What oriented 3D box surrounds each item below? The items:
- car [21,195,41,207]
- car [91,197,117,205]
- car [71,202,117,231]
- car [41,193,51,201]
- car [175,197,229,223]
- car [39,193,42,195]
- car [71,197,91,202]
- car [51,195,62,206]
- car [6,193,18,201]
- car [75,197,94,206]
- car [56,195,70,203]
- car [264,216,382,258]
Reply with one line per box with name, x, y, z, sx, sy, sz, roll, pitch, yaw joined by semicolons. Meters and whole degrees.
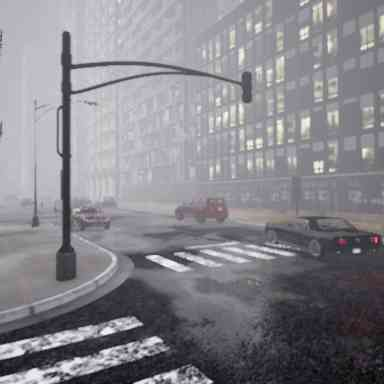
car;-23.716;1.410;48.332;1.887;1.381;4.507;1;0;-32
car;-11.176;1.323;43.120;1.967;1.590;4.097;1;0;-32
car;-6.247;1.503;20.083;1.802;1.307;4.206;1;0;-32
car;-34.617;1.430;80.694;1.802;1.307;4.206;1;0;-32
car;0.654;1.241;24.405;2.192;1.841;5.009;1;0;-32
car;-37.548;1.431;85.391;1.802;1.307;4.206;1;0;-32
car;-15.528;1.477;45.325;1.895;1.301;4.718;0;0;-31
car;-20.678;1.217;53.488;2.097;1.767;4.553;0;0;-32
car;-41.295;1.159;76.515;2.192;1.841;5.009;1;0;-32
car;-17.038;1.451;52.514;1.802;1.307;4.206;1;0;-32
car;-26.481;1.380;67.987;1.812;1.442;4.674;0;0;-32
car;4.576;1.555;12.602;1.895;1.301;4.718;0;0;-16
